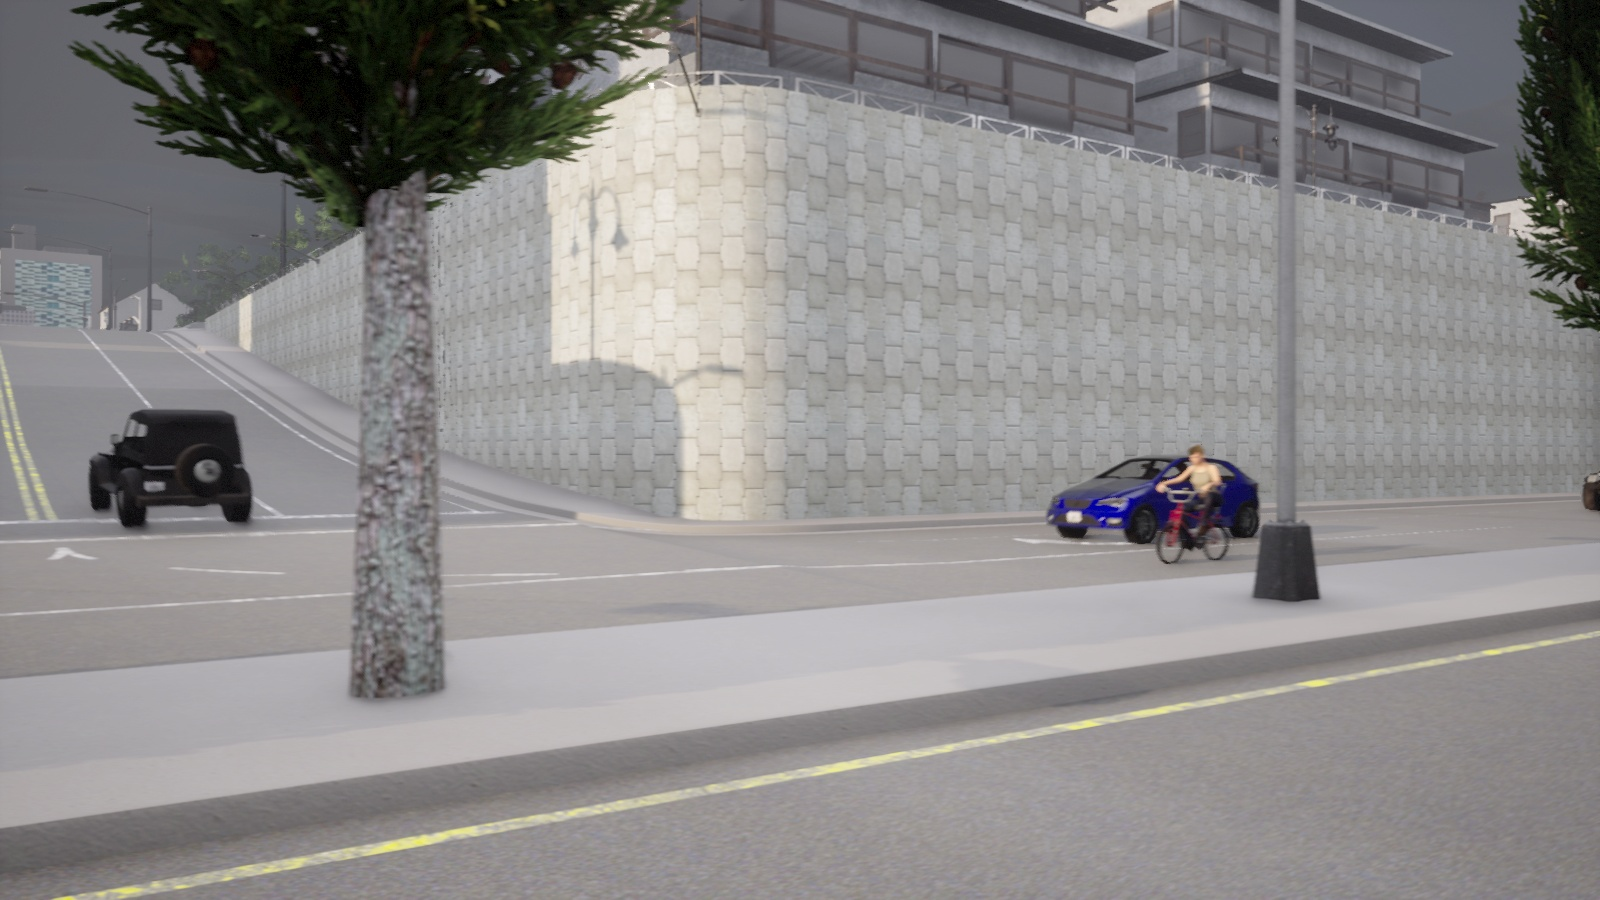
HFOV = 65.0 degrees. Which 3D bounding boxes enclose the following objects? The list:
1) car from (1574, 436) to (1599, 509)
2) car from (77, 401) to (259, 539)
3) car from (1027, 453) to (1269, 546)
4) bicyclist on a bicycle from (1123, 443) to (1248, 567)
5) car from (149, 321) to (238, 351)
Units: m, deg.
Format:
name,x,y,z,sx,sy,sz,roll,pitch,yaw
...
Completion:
name,x,y,z,sx,sy,sz,roll,pitch,yaw
car,22.443,0.575,33.292,3.866,1.878,1.905,0,0,-35
car,-10.665,0.234,21.044,1.905,1.878,3.866,-1,6,-39
car,6.128,0.799,21.936,4.193,1.474,1.816,0,0,-35
bicyclist on a bicycle,5.242,0.712,17.048,1.509,1.612,0.866,0,0,-35
car,-37.152,-6.962,76.975,4.674,1.442,1.812,0,0,-34
